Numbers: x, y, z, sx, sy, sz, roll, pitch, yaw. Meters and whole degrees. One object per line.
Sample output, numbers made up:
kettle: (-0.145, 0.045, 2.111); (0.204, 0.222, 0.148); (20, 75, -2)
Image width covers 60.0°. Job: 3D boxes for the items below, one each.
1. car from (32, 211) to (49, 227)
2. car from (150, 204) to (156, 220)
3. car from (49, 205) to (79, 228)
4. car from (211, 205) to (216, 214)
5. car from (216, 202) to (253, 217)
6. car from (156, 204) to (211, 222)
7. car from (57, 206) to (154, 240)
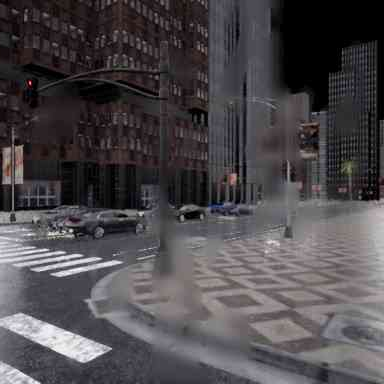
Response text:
car: (-8.990, 1.724, 24.085); (2.128, 1.511, 4.902); (0, -1, 35)
car: (-3.268, 1.869, 32.257); (2.128, 1.511, 4.902); (0, -1, 35)
car: (-6.550, 1.757, 21.905); (1.812, 1.442, 4.674); (0, -1, 35)
car: (4.196, 2.044, 42.890); (1.882, 1.535, 5.008); (0, -1, 35)
car: (5.300, 2.077, 38.817); (2.033, 1.411, 5.357); (0, -1, 35)
car: (-0.653, 1.858, 30.324); (1.882, 1.535, 5.008); (0, -1, 35)
car: (-4.641, 1.717, 18.640); (1.837, 1.490, 4.892); (0, -1, 36)
